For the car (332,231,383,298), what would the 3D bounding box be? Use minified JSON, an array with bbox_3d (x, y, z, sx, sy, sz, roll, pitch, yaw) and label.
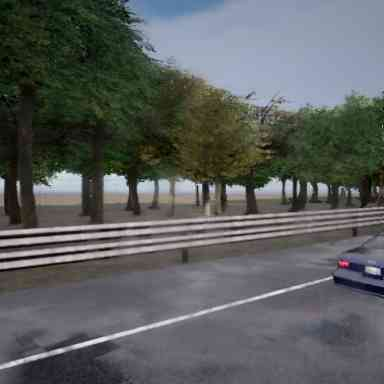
[{"bbox_3d":[5.467,1.516,7.718,5.357,1.411,2.033,0,0,-35],"label":"car"}]
